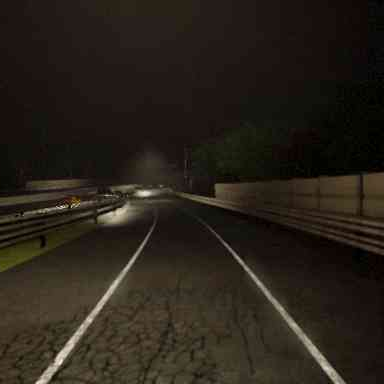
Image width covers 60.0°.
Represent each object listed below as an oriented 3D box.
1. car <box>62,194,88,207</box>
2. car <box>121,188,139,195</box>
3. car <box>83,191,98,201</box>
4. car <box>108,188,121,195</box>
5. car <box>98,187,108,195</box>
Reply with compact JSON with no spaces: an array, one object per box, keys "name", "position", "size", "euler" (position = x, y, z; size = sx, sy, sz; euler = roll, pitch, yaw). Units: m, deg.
[{"name":"car","position":[-20.135,1.631,56.453],"size":[1.882,1.535,5.008],"euler":[0,3,7]},{"name":"car","position":[-16.224,0.165,87.411],"size":[1.895,1.301,4.718],"euler":[0,3,7]},{"name":"car","position":[-22.029,1.020,69.541],"size":[1.837,1.490,4.892],"euler":[0,3,7]},{"name":"car","position":[-19.703,0.074,87.794],"size":[2.128,1.511,4.902],"euler":[0,3,7]},{"name":"car","position":[-23.175,-0.250,88.225],"size":[2.150,2.045,5.566],"euler":[0,3,7]}]
